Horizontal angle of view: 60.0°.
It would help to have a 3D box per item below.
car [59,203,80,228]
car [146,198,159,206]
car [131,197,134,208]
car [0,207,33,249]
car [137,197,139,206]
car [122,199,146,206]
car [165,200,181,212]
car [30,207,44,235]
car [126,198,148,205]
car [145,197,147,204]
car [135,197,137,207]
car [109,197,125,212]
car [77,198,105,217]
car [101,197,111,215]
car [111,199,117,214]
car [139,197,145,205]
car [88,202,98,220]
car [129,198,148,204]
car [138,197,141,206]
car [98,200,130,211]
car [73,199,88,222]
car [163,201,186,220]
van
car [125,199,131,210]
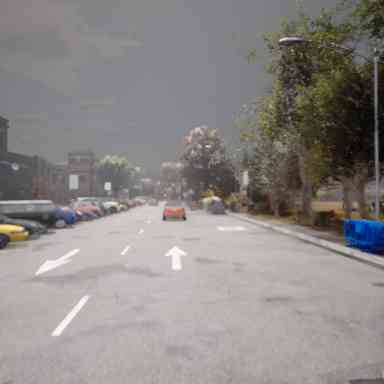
[{"bbox_3d":[-10.693,1.781,23.181,5.008,1.535,2.097,-1,0,-23],"label":"car"},{"bbox_3d":[-8.163,2.341,70.945,1.994,1.385,4.181,0,-1,-3],"label":"car"},{"bbox_3d":[-12.250,1.816,50.190,5.566,2.045,2.435,-1,-1,-23],"label":"car"},{"bbox_3d":[-9.989,1.688,14.263,5.366,1.575,1.946,-1,-1,-24],"label":"car"},{"bbox_3d":[-12.924,2.245,62.162,4.792,1.488,2.163,-1,-1,-23],"label":"car"},{"bbox_3d":[-13.873,2.451,80.195,5.366,1.575,1.946,-1,-1,-24],"label":"car"},{"bbox_3d":[-2.755,1.976,48.072,2.128,1.511,4.902,0,-1,-4],"label":"car"},{"bbox_3d":[-10.347,1.764,17.188,4.674,1.452,2.002,-1,-1,-24],"label":"car"},{"bbox_3d":[-14.787,2.569,89.040,5.366,1.575,1.946,-1,0,-24],"label":"car"},{"bbox_3d":[-13.685,2.410,77.200,5.366,1.575,1.946,-1,-1,-24],"label":"car"},{"bbox_3d":[-12.809,2.052,59.146,4.553,1.767,2.185,-1,-1,-23],"label":"car"},{"bbox_3d":[-11.722,1.713,41.189,5.566,2.045,2.435,-1,-1,-23],"label":"car"},{"bbox_3d":[-11.196,1.744,32.188,4.553,1.767,2.185,-1,0,-23],"label":"car"},{"bbox_3d":[-11.369,1.775,35.184,4.553,1.767,2.185,-1,0,-23],"label":"car"},{"bbox_3d":[-11.546,1.962,38.191,4.792,1.488,2.163,-1,-1,-23],"label":"car"},{"bbox_3d":[-13.678,2.377,74.130,4.892,1.521,2.231,-1,-1,-24],"label":"car"},{"bbox_3d":[-11.053,1.880,29.181,4.674,1.452,2.002,-1,-1,-23],"label":"car"},{"bbox_3d":[-14.831,2.578,92.112,5.008,1.535,2.097,-1,0,-24],"label":"car"},{"bbox_3d":[-13.130,2.295,65.146,4.674,1.452,2.002,-1,-1,-23],"label":"car"},{"bbox_3d":[-12.425,2.143,53.159,4.674,1.452,2.002,-1,0,-23],"label":"car"},{"bbox_3d":[-10.912,1.686,26.177,4.553,1.767,2.185,-1,-1,-23],"label":"car"},{"bbox_3d":[-1.742,1.667,32.295,2.097,1.767,4.553,0,0,-3],"label":"car"},{"bbox_3d":[-10.632,1.529,20.136,4.442,1.987,1.878,-1,0,-23],"label":"van"},{"bbox_3d":[-11.916,2.026,47.244,5.366,1.575,1.946,-1,-1,-23],"label":"car"}]
